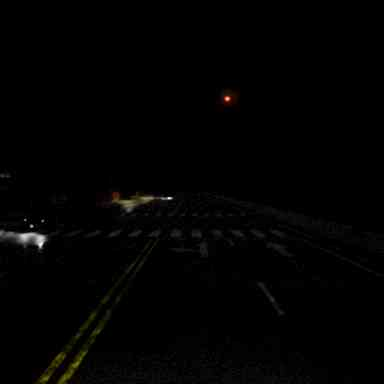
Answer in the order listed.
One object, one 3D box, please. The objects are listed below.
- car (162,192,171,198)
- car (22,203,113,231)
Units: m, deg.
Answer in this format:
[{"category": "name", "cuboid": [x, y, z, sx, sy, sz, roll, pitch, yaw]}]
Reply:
[{"category": "car", "cuboid": [-6.540, 0.732, 84.871, 1.895, 1.301, 4.718, 0, 1, 0]}, {"category": "car", "cuboid": [-7.040, 1.361, 19.550, 2.033, 1.411, 5.357, 0, 1, 28]}]
